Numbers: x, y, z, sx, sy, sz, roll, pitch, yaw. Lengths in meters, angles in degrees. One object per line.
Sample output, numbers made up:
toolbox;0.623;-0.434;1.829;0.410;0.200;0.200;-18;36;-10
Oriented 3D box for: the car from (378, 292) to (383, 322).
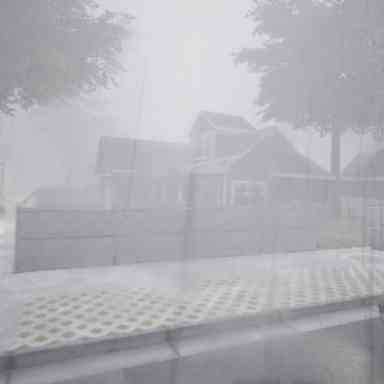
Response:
car;5.180;1.559;5.341;4.674;1.442;1.812;1;1;-24
